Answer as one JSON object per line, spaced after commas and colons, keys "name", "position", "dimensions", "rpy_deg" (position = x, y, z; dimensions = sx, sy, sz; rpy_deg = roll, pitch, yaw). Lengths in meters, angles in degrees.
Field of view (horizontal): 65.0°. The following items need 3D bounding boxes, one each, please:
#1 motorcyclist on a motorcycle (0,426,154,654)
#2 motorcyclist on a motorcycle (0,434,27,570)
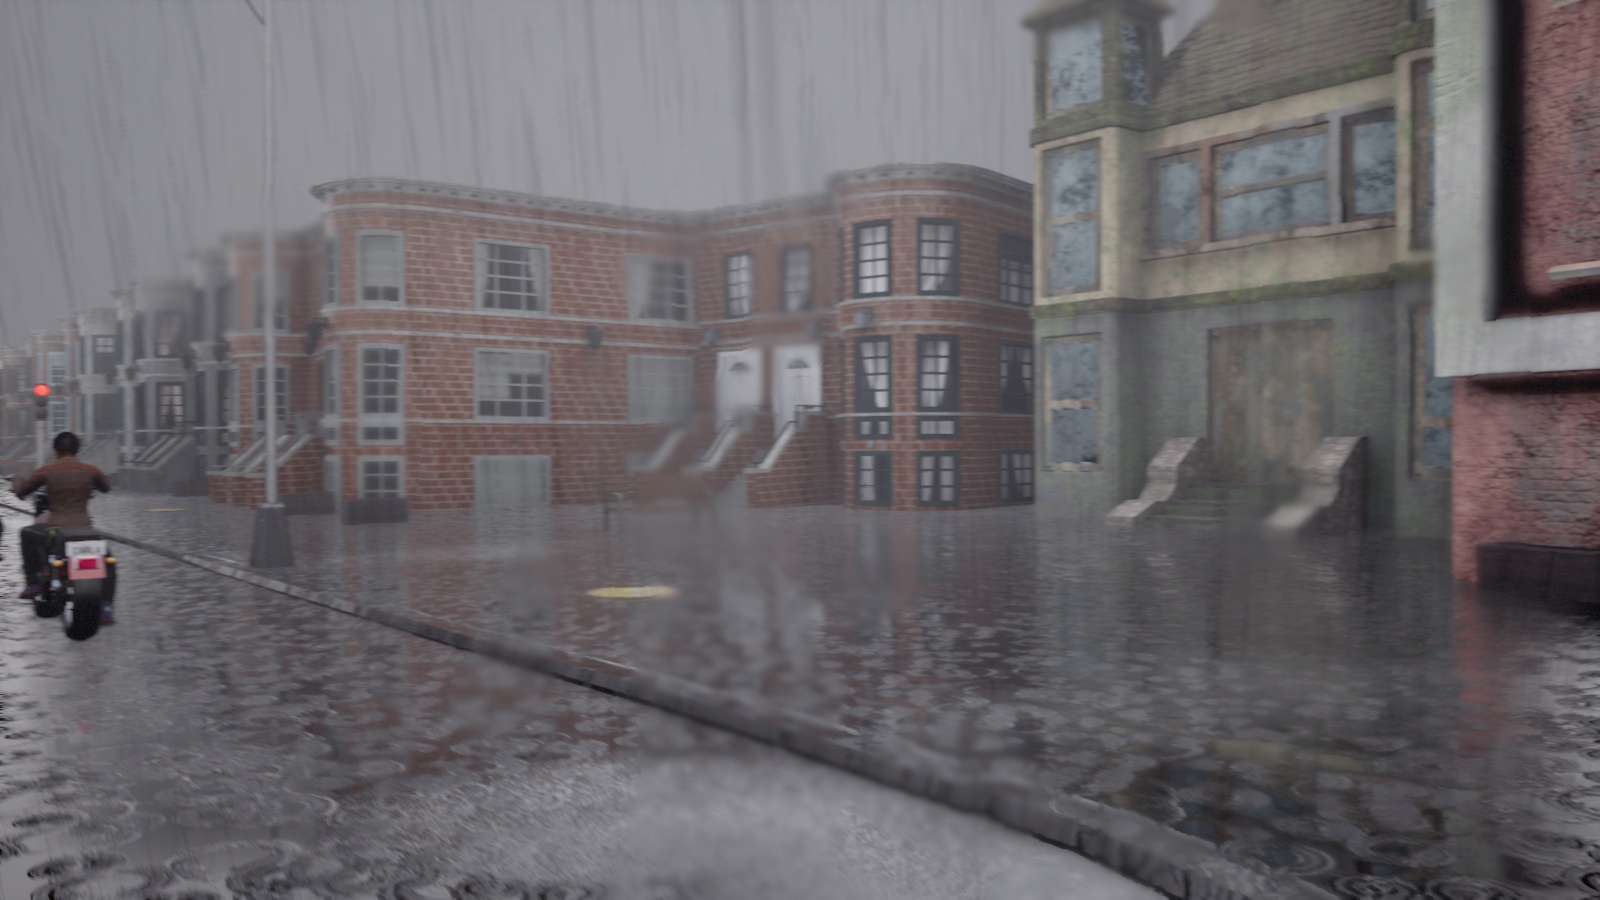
{"name": "motorcyclist on a motorcycle", "position": [-5.942, 0.650, 10.243], "dimensions": [0.766, 1.649, 2.350], "rpy_deg": [0, 0, -38]}
{"name": "motorcyclist on a motorcycle", "position": [-10.518, 0.626, 16.101], "dimensions": [0.766, 1.649, 2.350], "rpy_deg": [0, 0, -38]}
